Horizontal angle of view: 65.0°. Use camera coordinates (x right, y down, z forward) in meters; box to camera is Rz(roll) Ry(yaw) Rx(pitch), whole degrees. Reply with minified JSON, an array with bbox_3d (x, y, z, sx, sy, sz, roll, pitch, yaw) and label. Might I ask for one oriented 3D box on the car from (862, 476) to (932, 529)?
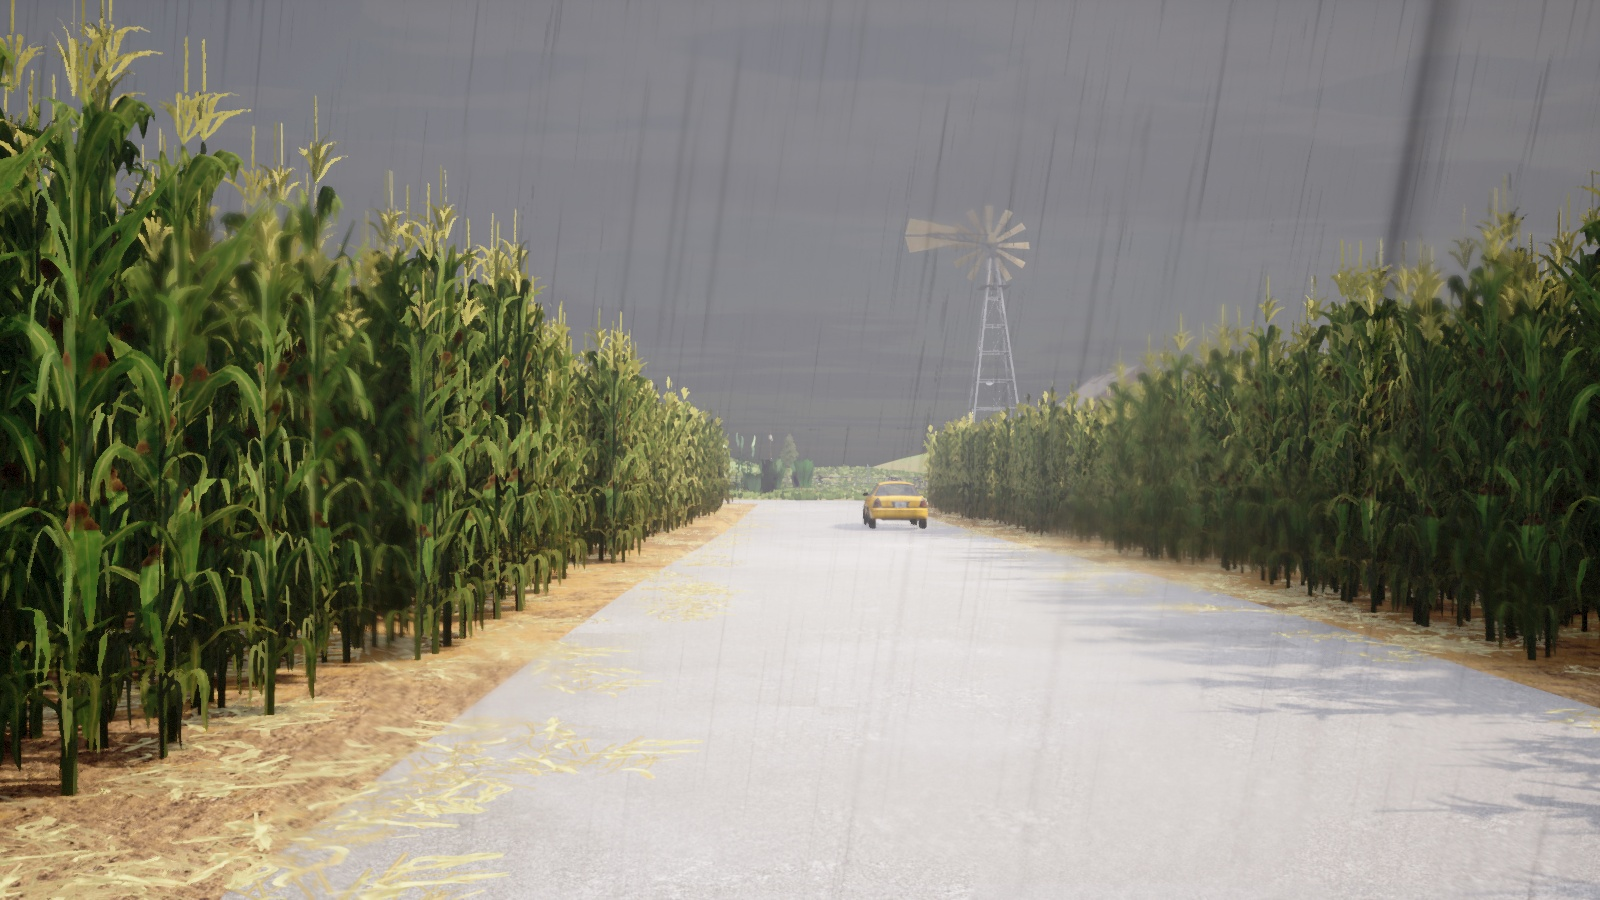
[{"bbox_3d":[3.012,1.617,40.069,1.801,1.575,5.366,0,-1,0],"label":"car"}]
